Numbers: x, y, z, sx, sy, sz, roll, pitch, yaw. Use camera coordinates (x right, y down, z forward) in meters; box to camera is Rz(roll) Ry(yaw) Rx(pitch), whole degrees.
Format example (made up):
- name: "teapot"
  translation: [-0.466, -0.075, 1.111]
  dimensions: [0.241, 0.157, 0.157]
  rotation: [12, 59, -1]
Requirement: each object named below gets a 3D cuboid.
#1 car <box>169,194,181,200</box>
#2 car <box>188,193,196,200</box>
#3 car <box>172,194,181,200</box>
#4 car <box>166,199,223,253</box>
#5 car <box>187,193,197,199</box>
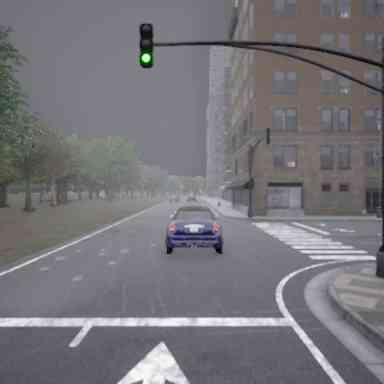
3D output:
- name: "car"
  translation: [-3.528, 1.325, 65.476]
  dimensions: [2.033, 1.411, 5.357]
  rotation: [0, 1, 0]
- name: "car"
  translation: [-0.033, 1.034, 75.895]
  dimensions: [1.812, 1.442, 4.674]
  rotation: [0, 1, 0]
- name: "car"
  translation: [-3.532, 1.105, 75.925]
  dimensions: [1.895, 1.301, 4.718]
  rotation: [0, 1, 0]
- name: "car"
  translation: [0.081, 1.364, 13.978]
  dimensions: [2.097, 1.767, 4.553]
  rotation: [0, 0, 0]
- name: "car"
  translation: [-0.027, 1.281, 65.477]
  dimensions: [1.837, 1.490, 4.892]
  rotation: [0, 1, 0]
